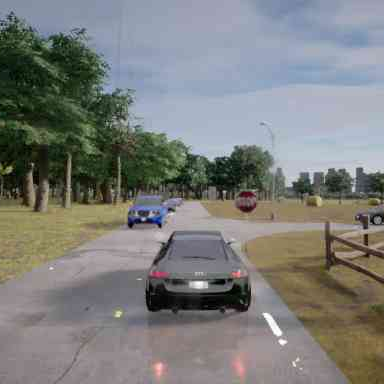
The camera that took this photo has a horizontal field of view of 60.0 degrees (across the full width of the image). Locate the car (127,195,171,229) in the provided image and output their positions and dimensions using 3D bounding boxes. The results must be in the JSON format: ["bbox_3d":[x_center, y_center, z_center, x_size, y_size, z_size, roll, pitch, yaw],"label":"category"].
[{"bbox_3d":[-2.847,1.251,22.293,2.150,2.045,5.566,0,0,0],"label":"car"}]

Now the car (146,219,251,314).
[{"bbox_3d":[0.106,1.572,7.740,1.994,1.385,4.181,0,0,0],"label":"car"}]

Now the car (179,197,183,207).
[{"bbox_3d":[-2.820,1.730,54.045,1.812,1.442,4.674,0,-1,0],"label":"car"}]

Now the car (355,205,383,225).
[{"bbox_3d":[14.353,1.602,23.992,4.892,1.490,1.837,0,-2,0],"label":"car"}]

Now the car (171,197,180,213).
[{"bbox_3d":[-2.840,1.647,39.090,2.033,1.411,5.357,0,0,0],"label":"car"}]
